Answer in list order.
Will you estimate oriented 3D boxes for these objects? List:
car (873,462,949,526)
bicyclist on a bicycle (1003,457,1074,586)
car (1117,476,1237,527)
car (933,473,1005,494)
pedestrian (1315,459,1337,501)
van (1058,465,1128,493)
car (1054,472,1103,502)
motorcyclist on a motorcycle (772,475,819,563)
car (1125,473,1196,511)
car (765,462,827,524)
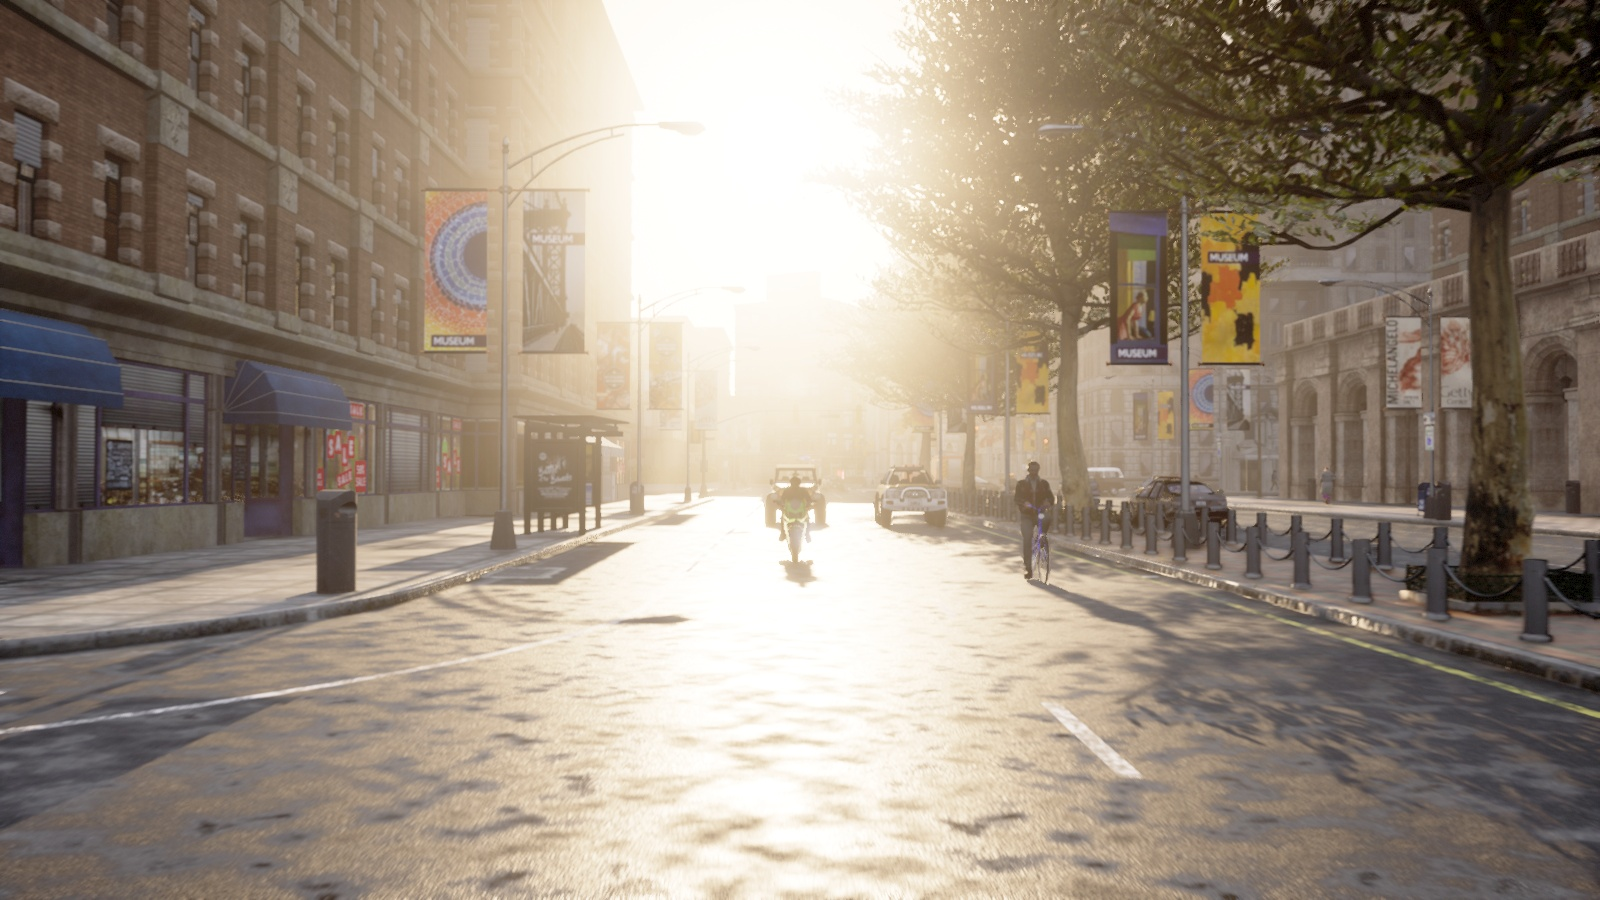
[{"bbox_3d":[3.367,1.332,38.858,1.932,1.855,4.605,0,-1,0],"label":"car"},{"bbox_3d":[3.435,1.006,18.252,0.659,1.776,1.843,0,-1,0],"label":"bicyclist on a bicycle"},{"bbox_3d":[11.370,1.507,38.290,2.033,1.411,5.357,0,-1,0],"label":"car"},{"bbox_3d":[12.308,2.435,91.541,4.792,1.488,2.163,-1,-1,37],"label":"car"},{"bbox_3d":[24.824,1.426,59.263,0.659,1.952,0.873,0,-1,0],"label":"pedestrian"},{"bbox_3d":[21.295,2.105,91.425,4.480,2.038,2.069,0,-1,-11],"label":"van"},{"bbox_3d":[14.760,1.941,66.622,1.789,1.549,3.705,0,-1,0],"label":"car"},{"bbox_3d":[-0.079,1.221,22.799,0.797,1.523,2.044,0,-1,0],"label":"motorcyclist on a motorcycle"},{"bbox_3d":[14.825,1.702,51.786,1.845,1.501,3.633,0,-1,0],"label":"car"},{"bbox_3d":[-0.139,1.362,40.531,1.905,1.878,3.866,0,-1,0],"label":"car"}]
